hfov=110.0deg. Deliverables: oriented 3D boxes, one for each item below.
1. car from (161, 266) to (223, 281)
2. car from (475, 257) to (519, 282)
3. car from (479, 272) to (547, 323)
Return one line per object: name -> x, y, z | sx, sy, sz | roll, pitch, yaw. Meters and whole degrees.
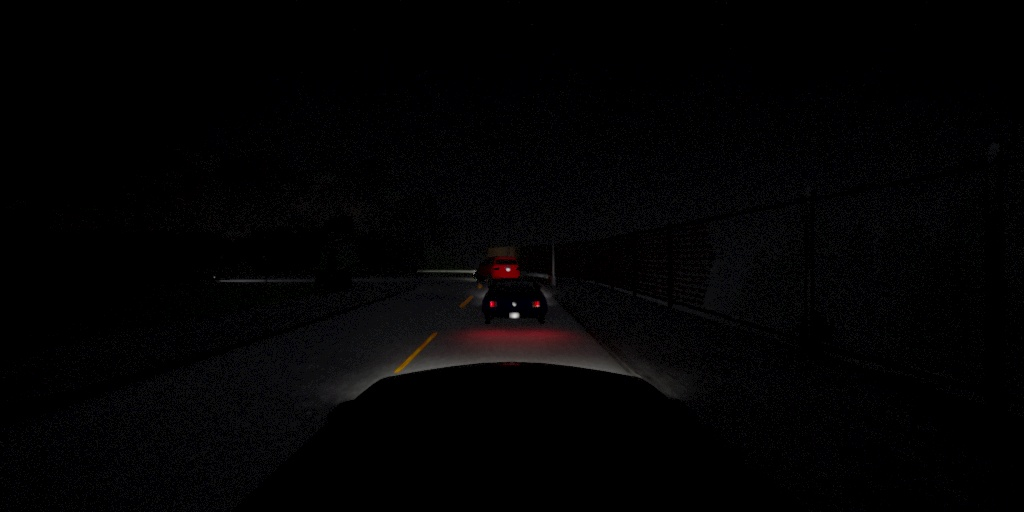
car -> -27.385, 1.480, 30.358 | 4.718, 1.301, 1.895 | 0, 0, 0
car -> -1.207, 1.089, 28.045 | 2.150, 2.045, 5.566 | 1, -1, -20
car -> 0.086, 1.398, 12.337 | 1.895, 1.301, 4.718 | 0, 0, 0
